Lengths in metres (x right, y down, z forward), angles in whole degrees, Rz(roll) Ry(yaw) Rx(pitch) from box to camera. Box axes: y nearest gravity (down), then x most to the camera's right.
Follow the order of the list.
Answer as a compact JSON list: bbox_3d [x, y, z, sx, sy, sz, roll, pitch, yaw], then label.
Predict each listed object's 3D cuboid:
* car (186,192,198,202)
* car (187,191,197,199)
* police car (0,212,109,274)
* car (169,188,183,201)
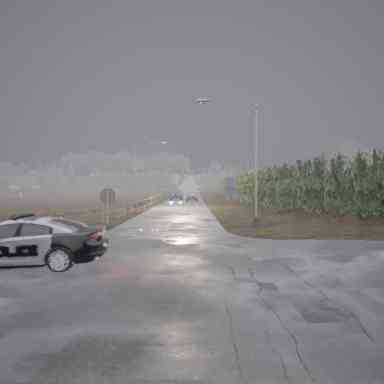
[{"bbox_3d":[0.007,0.828,54.865,1.812,1.442,4.674,0,2,0],"label":"car"},{"bbox_3d":[0.008,0.586,64.893,1.895,1.301,4.718,0,2,0],"label":"car"},{"bbox_3d":[-5.180,1.470,9.966,5.238,1.638,1.930,-2,1,0],"label":"police car"},{"bbox_3d":[-2.743,0.406,58.997,2.150,2.045,5.566,0,2,0],"label":"car"}]
